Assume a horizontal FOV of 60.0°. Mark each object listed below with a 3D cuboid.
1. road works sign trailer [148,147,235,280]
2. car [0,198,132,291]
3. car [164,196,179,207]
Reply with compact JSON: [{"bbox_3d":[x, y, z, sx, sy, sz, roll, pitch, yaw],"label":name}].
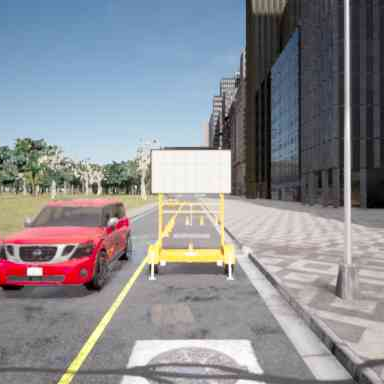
[{"bbox_3d":[-0.020,0.465,9.932,2.380,3.560,2.880,0,0,0],"label":"road works sign trailer"},{"bbox_3d":[-3.118,1.222,9.345,2.150,2.045,5.566,0,0,0],"label":"car"},{"bbox_3d":[-3.198,1.362,52.144,2.097,1.767,4.553,0,0,0],"label":"car"}]
